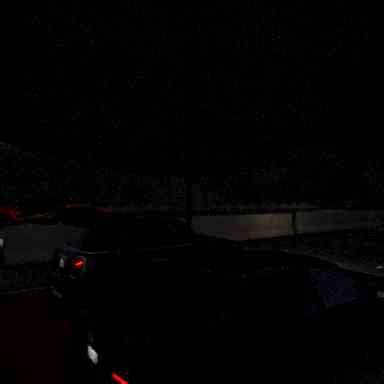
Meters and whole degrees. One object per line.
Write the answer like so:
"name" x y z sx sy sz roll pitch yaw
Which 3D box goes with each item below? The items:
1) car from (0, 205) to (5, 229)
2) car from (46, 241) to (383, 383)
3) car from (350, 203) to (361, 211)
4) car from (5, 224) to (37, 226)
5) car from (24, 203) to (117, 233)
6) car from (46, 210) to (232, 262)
"car" -10.773 1.230 22.103 5.566 2.045 2.150 0 0 -35
"car" 1.115 1.555 4.540 5.357 1.411 2.033 0 0 -35
"car" 24.814 2.139 51.672 4.674 1.442 1.812 2 -1 -35
"car" -6.154 1.558 16.799 5.357 1.411 2.033 0 0 -35
"car" -7.298 1.491 20.282 5.008 1.535 1.882 0 0 -35
"car" -0.732 1.362 7.523 4.553 1.767 2.097 0 0 -35
